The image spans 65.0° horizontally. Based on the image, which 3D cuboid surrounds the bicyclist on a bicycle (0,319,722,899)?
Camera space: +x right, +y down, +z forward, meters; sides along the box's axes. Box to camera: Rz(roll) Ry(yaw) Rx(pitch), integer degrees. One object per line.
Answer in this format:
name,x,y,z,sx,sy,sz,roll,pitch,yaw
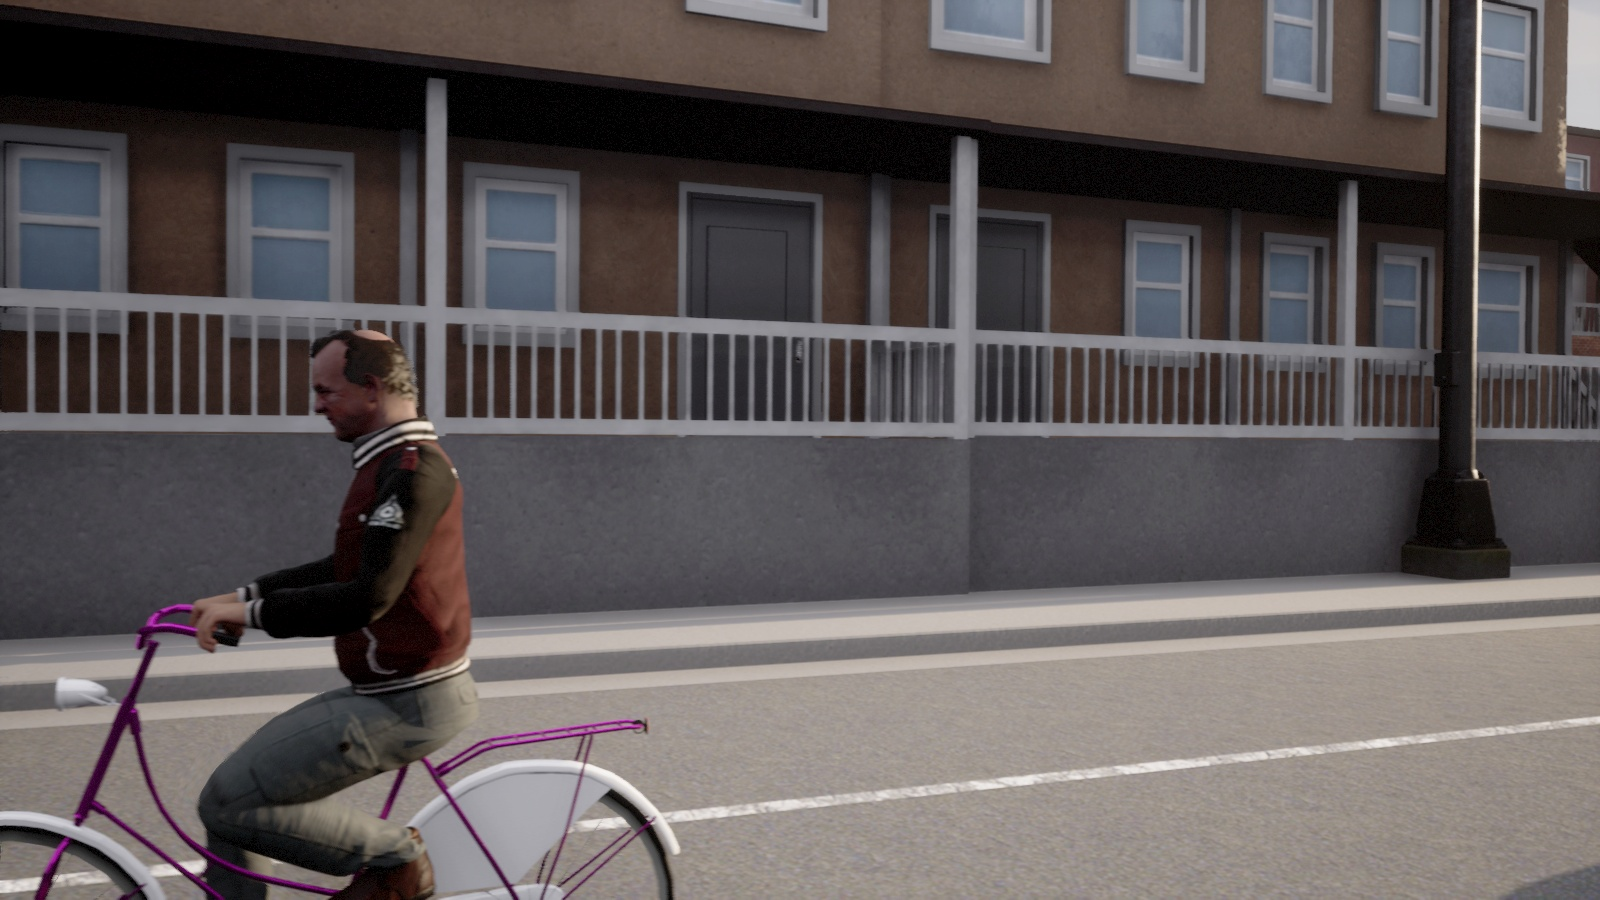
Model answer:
bicyclist on a bicycle,-1.158,0.634,2.797,1.843,1.776,0.659,-1,1,-21
